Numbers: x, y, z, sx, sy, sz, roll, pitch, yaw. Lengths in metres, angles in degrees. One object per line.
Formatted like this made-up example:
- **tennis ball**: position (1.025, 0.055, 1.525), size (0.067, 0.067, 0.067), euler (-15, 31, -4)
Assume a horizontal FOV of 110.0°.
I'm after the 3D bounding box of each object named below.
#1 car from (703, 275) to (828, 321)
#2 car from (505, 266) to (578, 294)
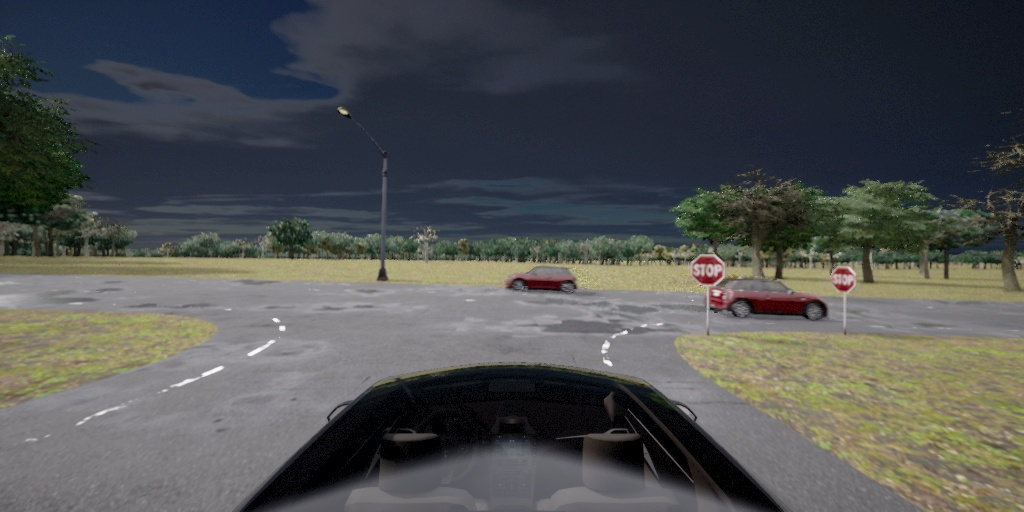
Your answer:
- **car**: position (11.176, 1.781, 15.904), size (4.553, 1.767, 2.097), euler (2, 1, 0)
- **car**: position (1.858, 1.415, 22.944), size (4.553, 1.767, 2.097), euler (2, 0, 0)
